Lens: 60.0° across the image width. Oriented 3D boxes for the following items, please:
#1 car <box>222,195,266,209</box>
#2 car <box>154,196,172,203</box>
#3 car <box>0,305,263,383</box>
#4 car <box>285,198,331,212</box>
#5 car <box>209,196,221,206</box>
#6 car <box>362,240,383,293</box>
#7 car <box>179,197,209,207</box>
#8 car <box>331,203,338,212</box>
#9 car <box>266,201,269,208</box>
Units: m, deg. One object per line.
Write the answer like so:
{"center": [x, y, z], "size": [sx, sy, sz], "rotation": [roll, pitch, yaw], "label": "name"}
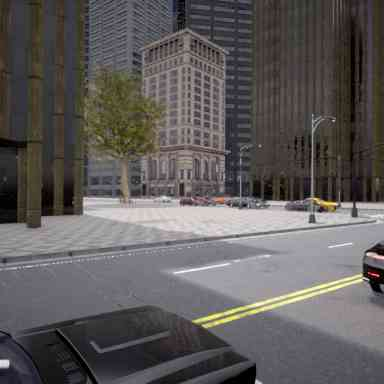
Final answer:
{"center": [6.655, 1.444, 42.986], "size": [2.128, 1.511, 4.902], "rotation": [1, 0, -40], "label": "car"}
{"center": [-6.367, 1.570, 72.132], "size": [1.812, 1.442, 4.674], "rotation": [1, -1, -45], "label": "car"}
{"center": [-1.706, 1.601, 2.224], "size": [4.718, 1.301, 1.895], "rotation": [0, 0, -36], "label": "car"}
{"center": [12.245, 1.517, 36.038], "size": [1.994, 1.385, 4.181], "rotation": [1, 0, -39], "label": "car"}
{"center": [1.914, 1.508, 53.541], "size": [1.812, 1.442, 4.674], "rotation": [1, 0, -41], "label": "car"}
{"center": [5.816, 1.492, 7.584], "size": [4.902, 1.511, 2.128], "rotation": [0, 0, -35], "label": "car"}
{"center": [-0.027, 1.476, 50.839], "size": [1.812, 1.442, 4.674], "rotation": [1, 0, -41], "label": "car"}
{"center": [14.395, 1.463, 38.573], "size": [1.882, 1.535, 5.008], "rotation": [1, 0, -38], "label": "car"}
{"center": [8.414, 1.476, 45.945], "size": [2.128, 1.511, 4.902], "rotation": [1, 0, -40], "label": "car"}
